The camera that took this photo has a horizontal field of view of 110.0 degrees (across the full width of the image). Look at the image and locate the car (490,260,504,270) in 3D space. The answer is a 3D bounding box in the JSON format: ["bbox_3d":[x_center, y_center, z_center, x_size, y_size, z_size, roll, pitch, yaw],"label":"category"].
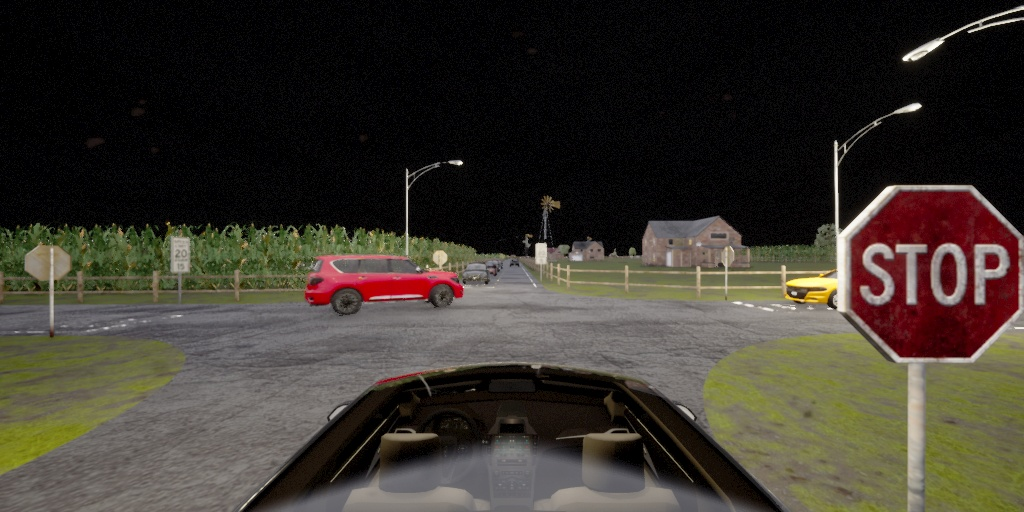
[{"bbox_3d":[-2.333,1.348,57.029,2.033,1.411,5.357,0,0,1],"label":"car"}]

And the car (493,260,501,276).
[{"bbox_3d":[-2.544,1.338,36.782,1.994,1.385,4.181,0,0,2],"label":"car"}]

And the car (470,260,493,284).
[{"bbox_3d":[-2.605,1.269,26.826,1.837,1.490,4.892,0,0,-1],"label":"car"}]

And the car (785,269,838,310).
[{"bbox_3d":[13.067,1.108,13.425,5.008,1.535,1.882,-1,0,0],"label":"car"}]

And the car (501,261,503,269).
[{"bbox_3d":[-2.477,1.291,46.801,1.837,1.490,4.892,0,0,1],"label":"car"}]

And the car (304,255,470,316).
[{"bbox_3d":[-4.678,0.985,13.593,5.566,2.045,2.150,0,0,-30],"label":"car"}]
